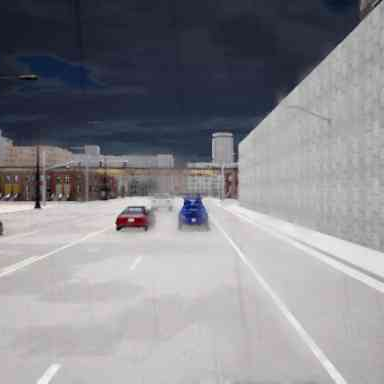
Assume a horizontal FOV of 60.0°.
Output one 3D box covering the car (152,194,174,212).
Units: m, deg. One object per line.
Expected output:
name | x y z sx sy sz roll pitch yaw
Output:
car | -3.404 1.192 39.071 2.150 2.045 5.566 0 0 0

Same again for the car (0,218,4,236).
car | -10.601 1.552 15.295 1.994 1.385 4.181 0 0 0

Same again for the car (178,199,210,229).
car | 0.099 1.462 21.490 1.882 1.535 5.008 0 0 0

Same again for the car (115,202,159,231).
car | -3.403 1.549 20.680 1.994 1.385 4.181 0 0 0

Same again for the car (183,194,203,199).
car | 0.096 1.192 38.919 2.150 2.045 5.566 0 0 0
